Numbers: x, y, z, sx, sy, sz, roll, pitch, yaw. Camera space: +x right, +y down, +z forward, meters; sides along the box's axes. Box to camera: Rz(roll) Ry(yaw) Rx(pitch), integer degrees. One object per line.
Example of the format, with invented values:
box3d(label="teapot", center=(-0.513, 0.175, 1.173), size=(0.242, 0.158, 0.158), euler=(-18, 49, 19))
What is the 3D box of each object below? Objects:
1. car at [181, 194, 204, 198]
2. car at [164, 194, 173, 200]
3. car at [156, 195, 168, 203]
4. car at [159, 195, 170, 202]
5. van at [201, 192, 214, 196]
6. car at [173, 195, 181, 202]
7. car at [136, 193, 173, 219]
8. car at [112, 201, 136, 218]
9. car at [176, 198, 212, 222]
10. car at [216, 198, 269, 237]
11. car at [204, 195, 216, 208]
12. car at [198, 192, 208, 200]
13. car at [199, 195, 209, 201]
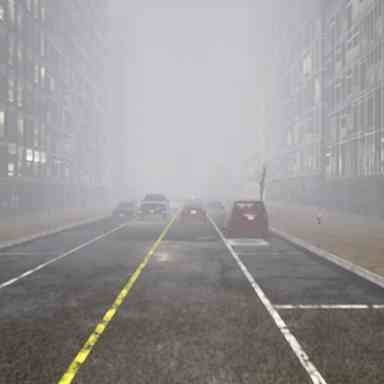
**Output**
box3d(label="car", center=(0.102, 1.357, 42.716), size=(2.163, 1.488, 4.792), euler=(0, 0, 0))
box3d(label="car", center=(-5.684, 1.193, 80.144), size=(1.752, 1.417, 4.829), euler=(0, 0, 0))
box3d(label="car", center=(-5.685, 1.308, 63.224), size=(2.008, 1.369, 4.403), euler=(0, 0, 0))
box3d(label="car", center=(-5.684, 1.294, 68.920), size=(1.947, 1.339, 4.313), euler=(0, 0, 0))
box3d(label="van", center=(2.695, 1.153, 51.825), size=(1.690, 1.788, 3.998), euler=(0, 0, 0))
box3d(label="car", center=(-2.999, 1.320, 67.737), size=(1.895, 1.301, 4.718), euler=(0, 0, 0))
box3d(label="car", center=(-3.098, 1.135, 28.506), size=(2.150, 2.045, 5.566), euler=(0, 0, 0))
box3d(label="car", center=(-5.688, 1.476, 29.039), size=(1.947, 1.339, 4.313), euler=(0, 0, 0))
box3d(label="car", center=(0.102, 1.426, 25.474), size=(2.163, 1.488, 4.792), euler=(0, 0, 0))
box3d(label="car", center=(2.692, 1.265, 17.640), size=(2.192, 1.841, 5.009), euler=(0, 0, 0))
box3d(label="car", center=(2.694, 1.409, 40.433), size=(1.887, 1.381, 4.507), euler=(0, 0, 0))
box3d(label="car", center=(2.697, 0.981, 80.312), size=(2.192, 1.841, 5.009), euler=(0, 0, 0))
box3d(label="car", center=(2.696, 1.264, 74.617), size=(1.947, 1.339, 4.313), euler=(0, 0, 0))
